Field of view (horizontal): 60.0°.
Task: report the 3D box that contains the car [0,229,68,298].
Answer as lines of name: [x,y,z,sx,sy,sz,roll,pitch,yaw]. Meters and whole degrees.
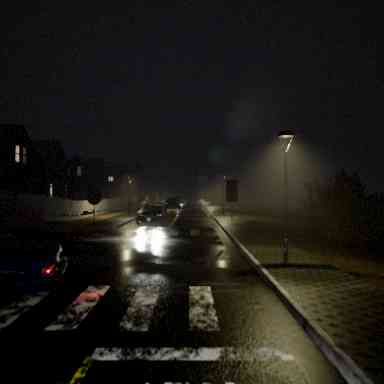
car: [-5.509,1.371,7.040,5.357,1.411,2.033,5,4,-14]

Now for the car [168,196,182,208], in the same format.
car: [-2.781,1.514,47.896,1.882,1.535,5.008,0,0,0]

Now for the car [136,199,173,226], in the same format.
car: [-2.771,1.504,23.779,2.128,1.511,4.902,0,0,0]
